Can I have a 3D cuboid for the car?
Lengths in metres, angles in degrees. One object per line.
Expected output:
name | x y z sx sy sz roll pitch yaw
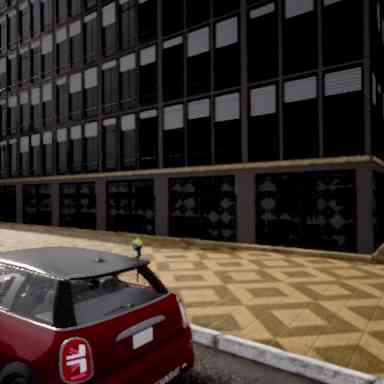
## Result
car | -2.056 1.439 4.360 4.097 1.590 1.967 0 -1 36
